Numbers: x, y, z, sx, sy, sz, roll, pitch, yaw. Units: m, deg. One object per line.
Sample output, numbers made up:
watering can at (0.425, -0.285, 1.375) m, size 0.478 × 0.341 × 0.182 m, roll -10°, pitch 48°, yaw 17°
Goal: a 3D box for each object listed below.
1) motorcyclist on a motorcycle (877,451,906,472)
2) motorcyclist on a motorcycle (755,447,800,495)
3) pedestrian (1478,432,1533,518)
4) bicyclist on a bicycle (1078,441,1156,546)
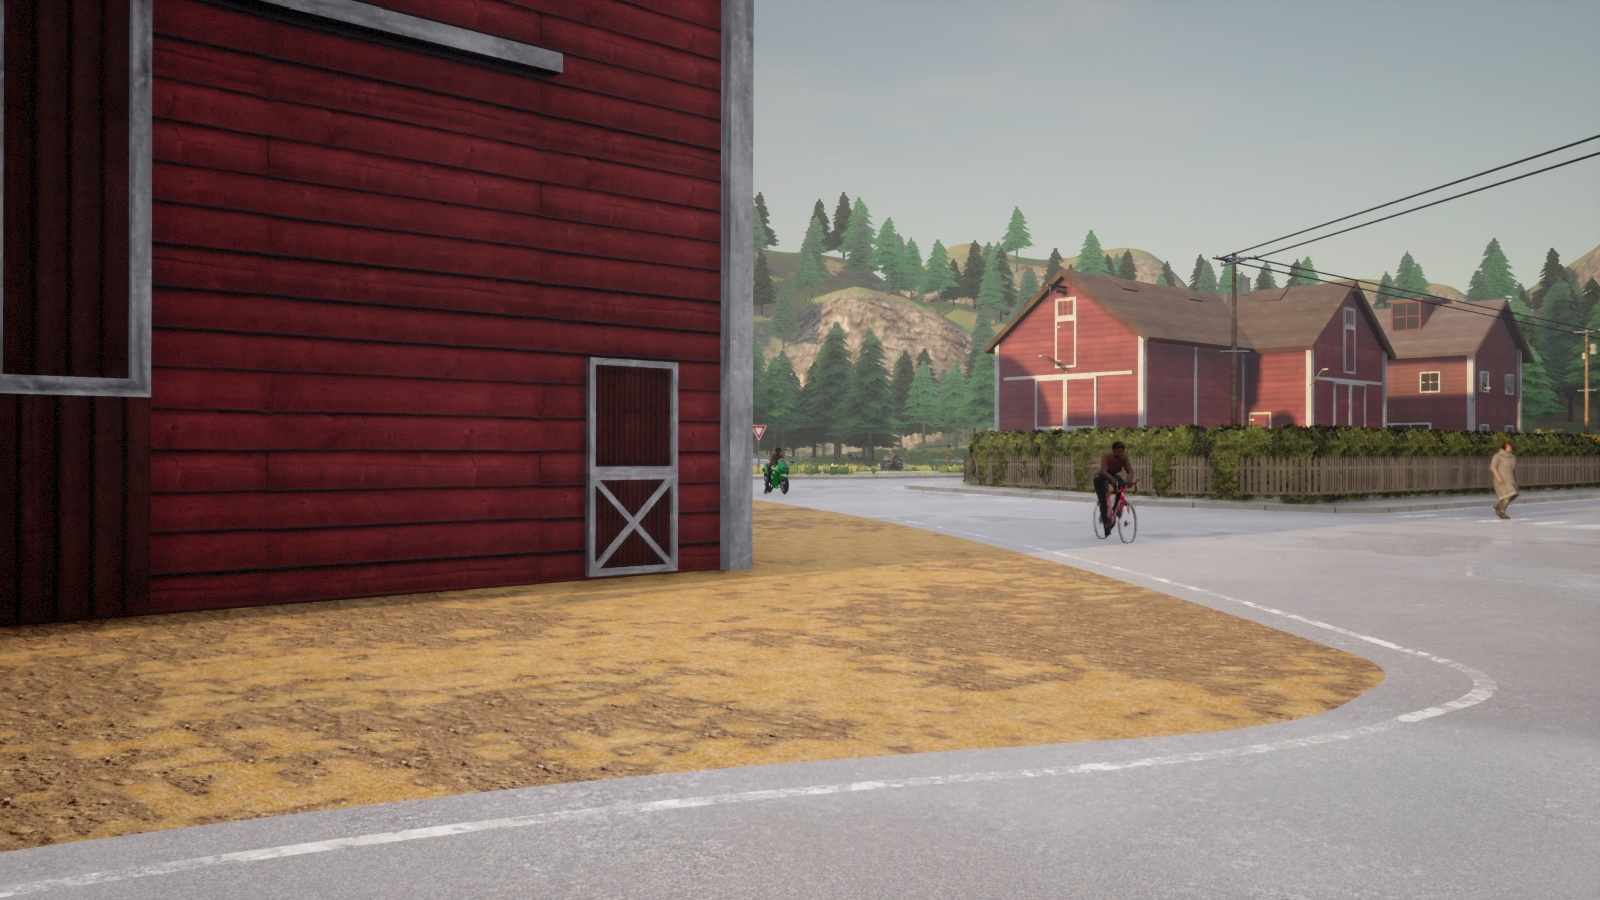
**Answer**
motorcyclist on a motorcycle at (6.669, 0.849, 91.342) m, size 2.191 × 1.530 × 0.866 m, roll 0°, pitch 0°, yaw -42°
motorcyclist on a motorcycle at (-0.754, 0.678, 41.046) m, size 0.797 × 1.523 × 2.044 m, roll 0°, pitch 0°, yaw -22°
pedestrian at (16.201, 0.566, 28.858) m, size 0.659 × 1.952 × 0.873 m, roll 0°, pitch 0°, yaw -23°
bicyclist on a bicycle at (5.066, 0.664, 20.147) m, size 0.582 × 1.620 × 1.656 m, roll 0°, pitch 0°, yaw -10°
